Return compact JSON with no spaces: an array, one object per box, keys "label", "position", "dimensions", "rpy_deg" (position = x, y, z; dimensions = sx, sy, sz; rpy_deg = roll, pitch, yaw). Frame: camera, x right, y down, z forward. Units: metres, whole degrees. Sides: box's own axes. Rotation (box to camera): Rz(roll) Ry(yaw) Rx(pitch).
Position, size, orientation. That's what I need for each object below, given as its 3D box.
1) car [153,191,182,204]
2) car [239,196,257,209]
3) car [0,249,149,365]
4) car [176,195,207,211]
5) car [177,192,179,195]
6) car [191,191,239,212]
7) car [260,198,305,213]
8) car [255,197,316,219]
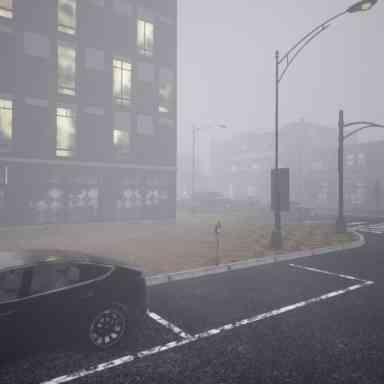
[{"label":"car","position":[-3.886,0.793,52.100],"dimensions":[2.192,1.841,5.009],"rpy_deg":[1,0,-36]},{"label":"car","position":[5.976,1.129,38.704],"dimensions":[1.967,1.590,4.097],"rpy_deg":[1,0,-36]},{"label":"car","position":[-2.690,1.566,4.635],"dimensions":[4.313,1.339,1.947],"rpy_deg":[0,0,-36]},{"label":"car","position":[-0.775,1.230,33.734],"dimensions":[1.802,1.307,4.206],"rpy_deg":[1,0,-36]},{"label":"car","position":[-0.603,1.100,47.635],"dimensions":[2.008,1.369,4.403],"rpy_deg":[1,0,-36]},{"label":"car","position":[1.853,0.894,34.525],"dimensions":[2.150,2.045,5.566],"rpy_deg":[0,1,-36]},{"label":"car","position":[9.263,1.340,34.237],"dimensions":[1.802,1.307,4.206],"rpy_deg":[1,0,-36]},{"label":"car","position":[7.610,1.318,26.705],"dimensions":[1.812,1.442,4.674],"rpy_deg":[0,1,-36]}]
